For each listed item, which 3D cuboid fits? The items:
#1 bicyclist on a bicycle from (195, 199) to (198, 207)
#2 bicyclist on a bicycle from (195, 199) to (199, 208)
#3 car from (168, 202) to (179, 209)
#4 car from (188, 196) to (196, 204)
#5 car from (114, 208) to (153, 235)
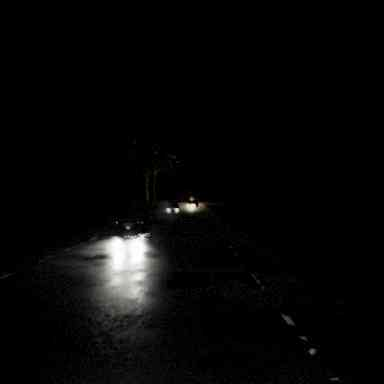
[{"bbox_3d":[0.956,2.346,73.165,0.659,1.776,1.843,0,0,0],"label":"bicyclist on a bicycle"},{"bbox_3d":[0.957,2.241,64.164,0.659,1.776,1.843,0,0,0],"label":"bicyclist on a bicycle"},{"bbox_3d":[-3.517,2.452,62.600,1.895,1.301,4.718,0,-1,0],"label":"car"},{"bbox_3d":[-0.006,2.523,91.409,2.128,1.511,4.902,0,0,0],"label":"car"},{"bbox_3d":[-3.601,1.780,21.191,2.128,1.511,4.902,0,-1,0],"label":"car"}]
